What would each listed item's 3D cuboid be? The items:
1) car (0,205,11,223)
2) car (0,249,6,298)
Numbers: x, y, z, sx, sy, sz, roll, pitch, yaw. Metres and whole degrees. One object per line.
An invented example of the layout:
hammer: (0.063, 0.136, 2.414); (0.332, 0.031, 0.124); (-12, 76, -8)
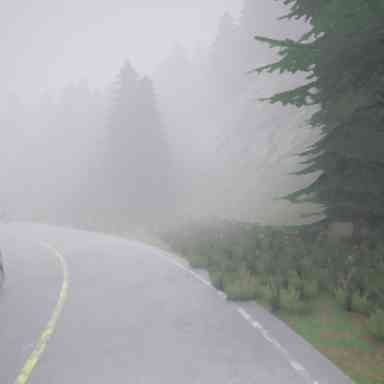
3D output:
car: (-18.284, 1.919, 30.012); (4.553, 1.767, 2.097); (-1, -1, 37)
car: (-4.720, 1.612, 5.735); (2.128, 1.511, 4.902); (0, -1, -16)
